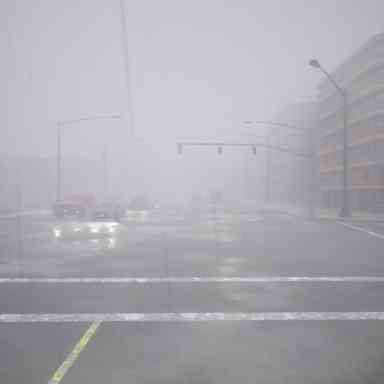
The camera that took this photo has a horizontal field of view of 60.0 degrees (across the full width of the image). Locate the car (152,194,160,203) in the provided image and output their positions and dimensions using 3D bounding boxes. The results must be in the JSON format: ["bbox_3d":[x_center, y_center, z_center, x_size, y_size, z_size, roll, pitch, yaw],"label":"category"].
[{"bbox_3d":[-6.266,1.080,54.747,1.812,1.442,4.674,0,1,0],"label":"car"}]

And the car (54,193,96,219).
[{"bbox_3d":[-9.883,1.156,28.766,2.150,2.045,5.566,0,0,1],"label":"car"}]

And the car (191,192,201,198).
[{"bbox_3d":[0.883,0.648,75.841,2.033,1.411,5.357,0,1,0],"label":"car"}]

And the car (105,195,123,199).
[{"bbox_3d":[-9.814,1.125,42.110,2.097,1.767,4.553,0,1,0],"label":"car"}]

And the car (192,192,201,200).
[{"bbox_3d":[0.854,0.959,65.865,1.895,1.301,4.718,0,1,0],"label":"car"}]

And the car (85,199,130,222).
[{"bbox_3d":[-6.396,1.512,25.753,1.994,1.385,4.181,0,0,1],"label":"car"}]

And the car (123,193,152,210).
[{"bbox_3d":[-6.321,1.165,39.289,2.097,1.767,4.553,0,1,0],"label":"car"}]

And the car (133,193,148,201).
[{"bbox_3d":[-9.705,0.974,62.990,1.994,1.385,4.181,0,1,1],"label":"car"}]

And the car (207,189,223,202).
[{"bbox_3d":[4.440,0.665,61.125,2.150,2.045,5.566,0,1,0],"label":"car"}]
